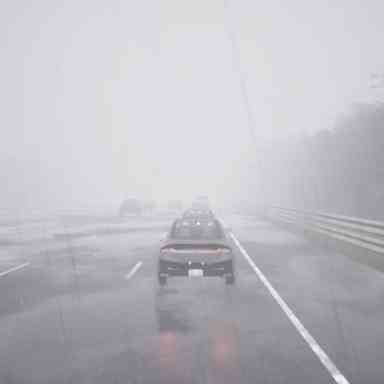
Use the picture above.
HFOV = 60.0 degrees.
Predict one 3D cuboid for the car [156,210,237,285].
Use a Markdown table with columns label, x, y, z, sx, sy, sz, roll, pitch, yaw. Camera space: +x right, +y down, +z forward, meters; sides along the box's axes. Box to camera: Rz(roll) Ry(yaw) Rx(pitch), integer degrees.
| label | x | y | z | sx | sy | sz | roll | pitch | yaw |
| --- | --- | --- | --- | --- | --- | --- | --- | --- | --- |
| car | 0.129 | 1.473 | 9.377 | 2.128 | 1.511 | 4.902 | 0 | 0 | 1 |

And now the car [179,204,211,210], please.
| label | x | y | z | sx | sy | sz | roll | pitch | yaw |
| --- | --- | --- | --- | --- | --- | --- | --- | --- | --- |
| car | 0.366 | 1.591 | 18.587 | 1.895 | 1.301 | 4.718 | 0 | 0 | 2 |

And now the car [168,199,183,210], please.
| label | x | y | z | sx | sy | sz | roll | pitch | yaw |
| --- | --- | --- | --- | --- | --- | --- | --- | --- | --- |
| car | -2.251 | 1.706 | 45.243 | 2.033 | 1.411 | 5.357 | 0 | 0 | 1 |

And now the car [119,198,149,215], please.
| label | x | y | z | sx | sy | sz | roll | pitch | yaw |
| --- | --- | --- | --- | --- | --- | --- | --- | --- | --- |
| car | -6.052 | 1.410 | 34.246 | 2.097 | 1.767 | 4.553 | 0 | 0 | 1 |

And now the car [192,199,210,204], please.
| label | x | y | z | sx | sy | sz | roll | pitch | yaw |
| --- | --- | --- | --- | --- | --- | --- | --- | --- | --- |
| car | 0.645 | 1.580 | 27.639 | 2.033 | 1.411 | 5.357 | 0 | -1 | 2 |

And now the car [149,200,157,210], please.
| label | x | y | z | sx | sy | sz | roll | pitch | yaw |
| --- | --- | --- | --- | --- | --- | --- | --- | --- | --- |
| car | -5.786 | 1.733 | 44.212 | 1.895 | 1.301 | 4.718 | 0 | 0 | 1 |

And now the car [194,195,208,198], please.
| label | x | y | z | sx | sy | sz | roll | pitch | yaw |
| --- | --- | --- | --- | --- | --- | --- | --- | --- | --- |
| car | 1.201 | 1.383 | 43.519 | 2.150 | 2.045 | 5.566 | 0 | 0 | 2 |
